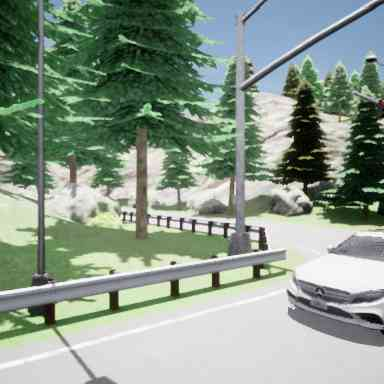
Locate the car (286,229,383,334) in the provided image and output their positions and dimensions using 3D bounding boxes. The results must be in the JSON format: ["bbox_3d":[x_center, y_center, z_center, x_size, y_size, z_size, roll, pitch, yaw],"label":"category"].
[{"bbox_3d":[3.921,1.520,6.678,4.674,1.442,1.812,0,0,-36],"label":"car"}]
